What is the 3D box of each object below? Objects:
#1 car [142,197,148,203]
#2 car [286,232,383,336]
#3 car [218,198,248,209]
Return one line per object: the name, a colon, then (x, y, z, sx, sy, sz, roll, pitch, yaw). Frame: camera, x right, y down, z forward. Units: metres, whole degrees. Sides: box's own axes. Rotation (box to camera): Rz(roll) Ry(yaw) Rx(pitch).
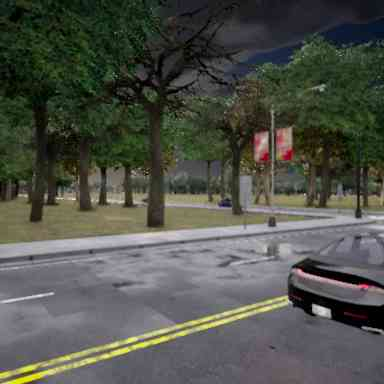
car: (-7.757, 1.550, 63.564, 2.033, 1.411, 5.357, 0, 0, -35)
car: (3.848, 1.502, 6.174, 4.902, 1.511, 2.128, 0, 0, -35)
car: (5.434, 1.541, 44.770, 1.812, 1.442, 4.674, 0, 0, -35)
